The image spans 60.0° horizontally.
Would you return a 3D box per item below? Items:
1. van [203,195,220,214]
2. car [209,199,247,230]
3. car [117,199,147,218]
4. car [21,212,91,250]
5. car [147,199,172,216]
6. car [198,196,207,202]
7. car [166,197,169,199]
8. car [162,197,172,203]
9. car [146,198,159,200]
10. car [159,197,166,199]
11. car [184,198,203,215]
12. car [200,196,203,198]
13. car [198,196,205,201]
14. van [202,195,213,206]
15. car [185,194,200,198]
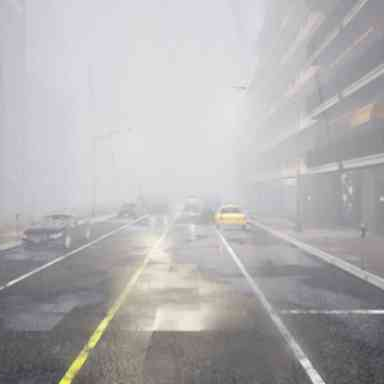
[{"bbox_3d":[2.689,1.451,42.042,1.690,1.788,3.998,0,0,0],"label":"van"},{"bbox_3d":[2.352,1.509,21.516,1.801,1.575,5.366,0,0,0],"label":"car"},{"bbox_3d":[-5.691,1.643,30.996,1.947,1.339,4.313,0,0,0],"label":"car"},{"bbox_3d":[-5.692,1.585,14.428,2.008,1.369,4.403,0,0,0],"label":"car"},{"bbox_3d":[-3.091,1.647,33.169,1.994,1.385,4.181,0,0,0],"label":"car"},{"bbox_3d":[2.691,1.833,86.224,1.947,1.339,4.313,0,0,0],"label":"car"},{"bbox_3d":[-5.691,1.716,58.610,2.008,1.369,4.403,0,0,0],"label":"car"},{"bbox_3d":[-5.690,1.789,75.179,1.947,1.339,4.313,0,0,0],"label":"car"},{"bbox_3d":[-5.692,1.550,42.043,1.967,1.590,4.097,0,0,0],"label":"car"},{"bbox_3d":[-5.691,1.697,53.087,2.008,1.369,4.403,0,0,0],"label":"car"},{"bbox_3d":[0.024,1.708,41.234,1.895,1.301,4.718,0,0,1],"label":"car"},{"bbox_3d":[2.690,1.691,53.086,1.887,1.381,4.507,0,0,0],"label":"car"},{"bbox_3d":[2.691,1.816,91.916,1.752,1.417,4.829,0,0,0],"label":"car"},{"bbox_3d":[2.690,1.507,58.610,1.690,1.788,3.998,0,0,0],"label":"van"},{"bbox_3d":[0.006,1.369,53.350,2.150,2.045,5.566,0,0,0],"label":"car"}]
